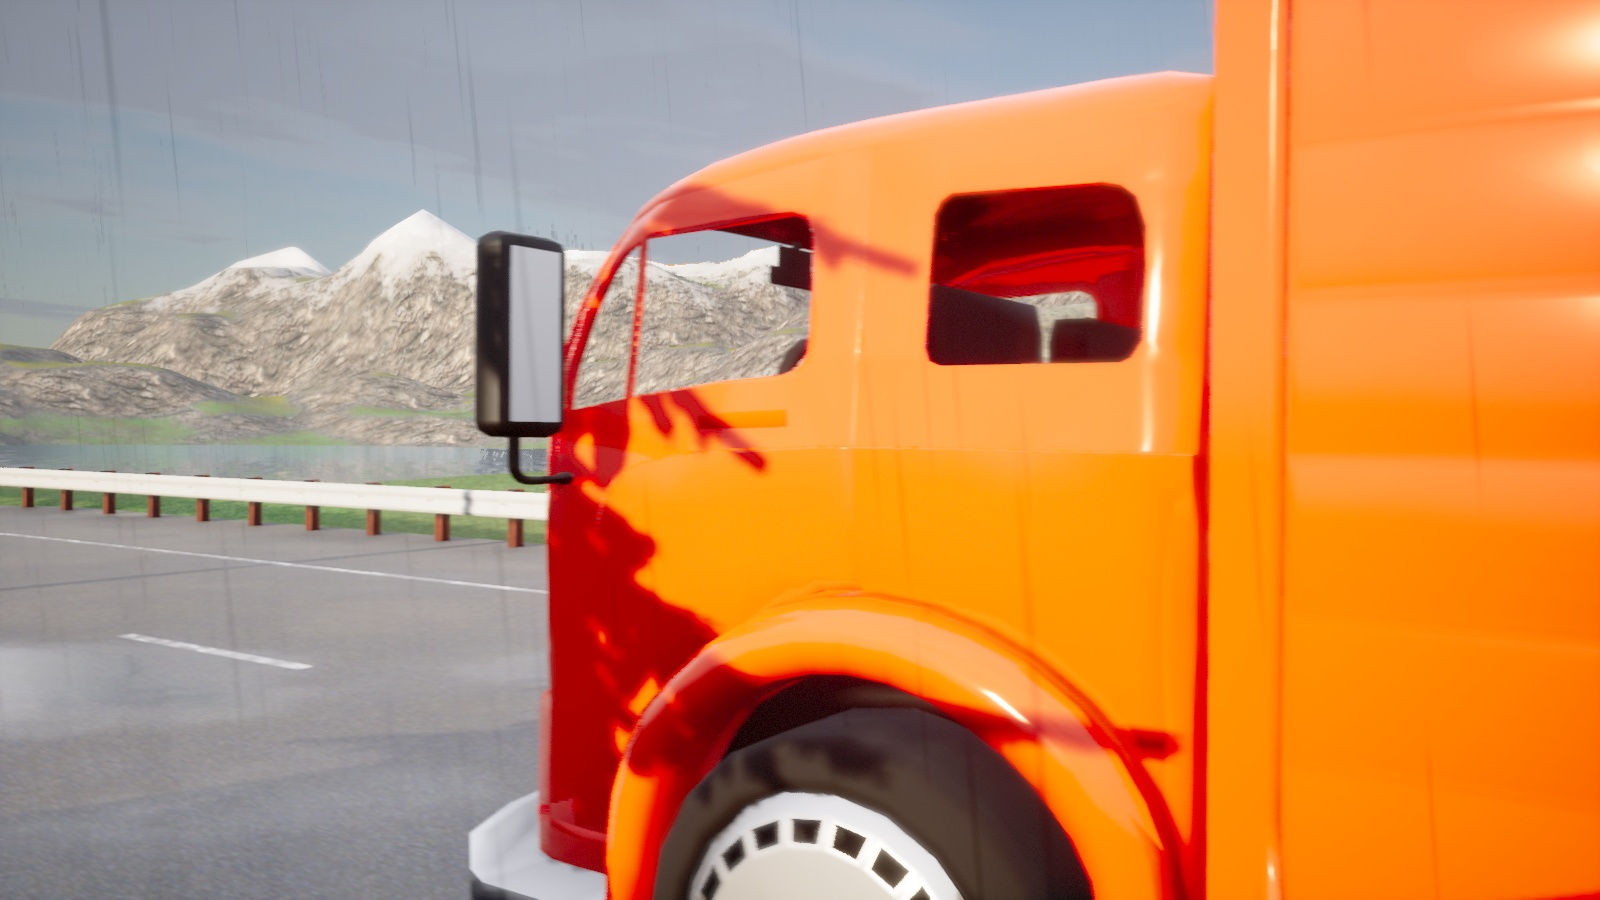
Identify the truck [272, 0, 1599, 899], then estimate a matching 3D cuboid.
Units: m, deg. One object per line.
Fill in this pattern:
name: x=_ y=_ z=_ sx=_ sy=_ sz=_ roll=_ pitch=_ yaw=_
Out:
truck: x=1.730 y=0.195 z=2.464 sx=5.204 sy=2.467 sz=2.627 roll=0 pitch=1 yaw=34
